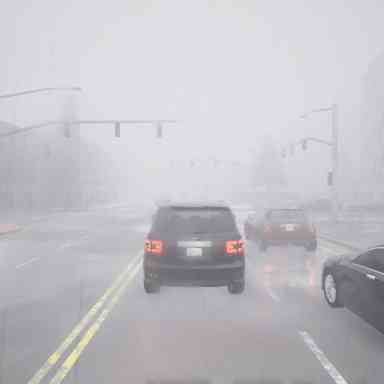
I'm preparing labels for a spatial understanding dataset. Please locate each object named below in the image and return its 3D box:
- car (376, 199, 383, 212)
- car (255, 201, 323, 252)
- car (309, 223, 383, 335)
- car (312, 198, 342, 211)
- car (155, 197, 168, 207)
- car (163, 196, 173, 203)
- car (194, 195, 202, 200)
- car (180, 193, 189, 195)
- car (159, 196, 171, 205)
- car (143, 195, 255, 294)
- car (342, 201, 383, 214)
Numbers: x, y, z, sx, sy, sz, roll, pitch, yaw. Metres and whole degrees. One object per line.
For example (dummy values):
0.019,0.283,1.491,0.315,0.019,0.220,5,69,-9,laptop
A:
24.179,1.547,37.783,5.357,1.411,2.033,0,0,-1,car
3.537,1.352,14.123,2.097,1.767,4.553,0,0,0,car
3.607,1.505,5.042,1.837,1.490,4.892,0,0,0,car
14.441,1.505,37.522,4.892,1.490,1.837,0,0,-2,car
-4.696,1.526,51.903,1.812,1.442,4.674,0,0,-1,car
-5.068,1.552,71.174,1.994,1.385,4.181,0,0,-1,car
1.475,1.552,90.326,1.994,1.385,4.181,0,0,-1,car
-1.783,1.496,80.180,1.837,1.490,4.892,0,0,-1,car
-4.895,1.477,61.293,1.882,1.535,5.008,0,0,-1,car
0.055,1.221,8.945,2.150,2.045,5.566,0,0,0,car
18.490,1.601,34.129,4.718,1.301,1.895,0,0,-2,car
